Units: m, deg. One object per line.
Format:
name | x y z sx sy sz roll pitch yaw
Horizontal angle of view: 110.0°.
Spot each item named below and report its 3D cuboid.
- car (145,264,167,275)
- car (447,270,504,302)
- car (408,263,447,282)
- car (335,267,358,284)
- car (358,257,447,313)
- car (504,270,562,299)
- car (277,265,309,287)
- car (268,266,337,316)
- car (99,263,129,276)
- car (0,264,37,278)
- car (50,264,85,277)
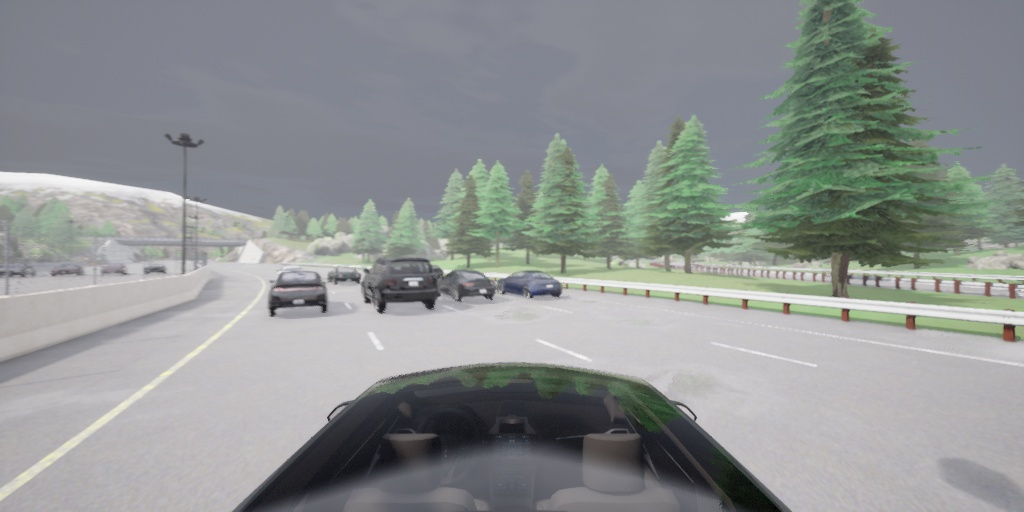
car | -44.675 1.647 45.049 1.895 1.301 4.718 0 -1 -42
car | -2.441 1.395 17.861 1.812 1.442 4.674 0 0 -30
car | -7.865 1.486 32.934 1.837 1.490 4.892 0 0 -35
car | -13.523 1.545 28.813 1.895 1.301 4.718 0 -1 -34
car | -4.812 1.071 14.993 2.150 2.045 5.566 0 0 -30
car | 0.827 1.446 19.204 1.994 1.385 4.181 0 0 -30
car | -16.791 1.457 27.387 1.812 1.442 4.674 0 0 -35
car | -8.327 1.330 14.062 2.128 1.511 4.902 0 0 -30
car | -47.258 1.552 42.680 1.812 1.442 4.674 0 -1 -42
car | -52.379 1.536 37.931 2.033 1.411 5.357 0 -1 -42
car | -49.848 1.571 40.327 1.994 1.385 4.181 0 -1 -42
